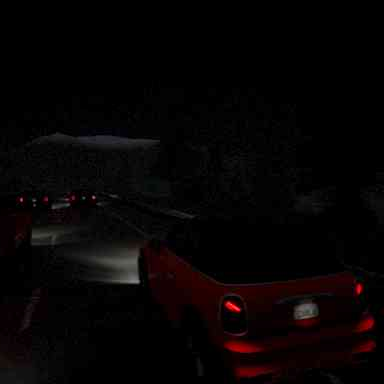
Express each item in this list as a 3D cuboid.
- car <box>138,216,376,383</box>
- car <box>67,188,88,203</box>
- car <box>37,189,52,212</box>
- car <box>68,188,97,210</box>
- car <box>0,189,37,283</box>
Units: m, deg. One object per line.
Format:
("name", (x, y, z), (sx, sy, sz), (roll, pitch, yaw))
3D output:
("car", (0.464, 1.165, 5.377), (2.097, 1.767, 4.553), (-1, 2, -19))
("car", (-13.369, 0.343, 38.647), (2.033, 1.411, 5.357), (-1, 2, -21))
("car", (-11.944, 0.567, 25.532), (2.097, 1.767, 4.553), (-1, 2, -21))
("car", (-9.334, 0.462, 28.393), (2.097, 1.767, 4.553), (-1, 2, -21))
("car", (-5.566, 0.961, 8.522), (2.150, 2.045, 5.566), (-1, 2, -20))
